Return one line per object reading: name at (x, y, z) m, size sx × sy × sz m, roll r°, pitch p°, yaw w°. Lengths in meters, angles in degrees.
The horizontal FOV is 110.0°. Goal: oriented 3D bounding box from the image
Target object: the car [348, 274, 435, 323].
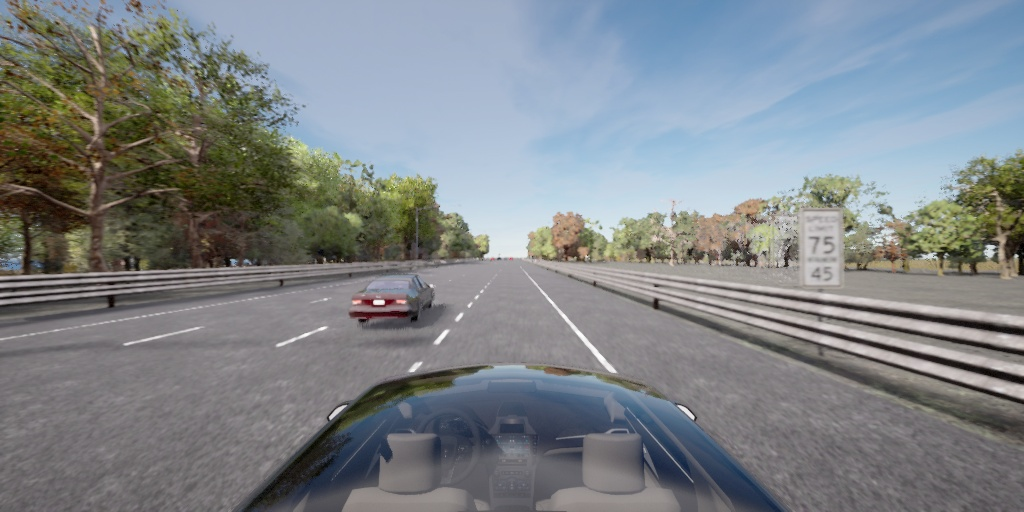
car at (-3.866, 1.327, 12.312) m, size 2.033 × 1.411 × 5.357 m, roll 0°, pitch 0°, yaw -5°
